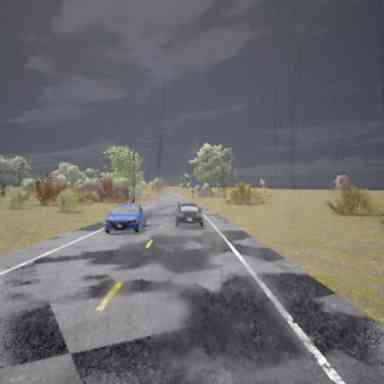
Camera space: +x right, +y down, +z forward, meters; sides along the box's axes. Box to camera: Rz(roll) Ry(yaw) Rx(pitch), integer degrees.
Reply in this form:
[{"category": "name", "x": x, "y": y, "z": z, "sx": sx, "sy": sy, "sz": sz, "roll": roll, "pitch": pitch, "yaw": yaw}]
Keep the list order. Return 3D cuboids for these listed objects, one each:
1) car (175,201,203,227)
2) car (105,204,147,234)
[{"category": "car", "x": -0.195, "y": 1.568, "z": 23.161, "sx": 1.812, "sy": 1.442, "sz": 4.674, "roll": 0, "pitch": 0, "yaw": -1}, {"category": "car", "x": -3.833, "y": 1.517, "z": 19.923, "sx": 1.882, "sy": 1.535, "sz": 5.008, "roll": 0, "pitch": 0, "yaw": -1}]
